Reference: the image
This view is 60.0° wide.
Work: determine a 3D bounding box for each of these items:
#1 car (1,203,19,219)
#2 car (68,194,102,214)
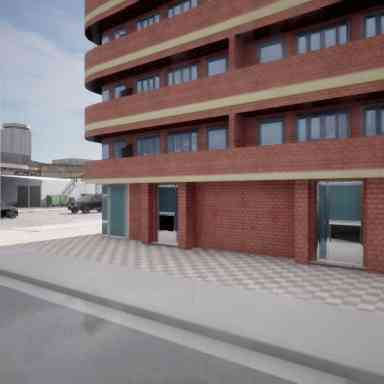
[{"bbox_3d":[-16.601,1.564,27.299,1.994,1.385,4.181,0,0,34],"label":"car"},{"bbox_3d":[-10.633,1.222,36.044,2.150,2.045,5.566,0,0,34],"label":"car"}]
